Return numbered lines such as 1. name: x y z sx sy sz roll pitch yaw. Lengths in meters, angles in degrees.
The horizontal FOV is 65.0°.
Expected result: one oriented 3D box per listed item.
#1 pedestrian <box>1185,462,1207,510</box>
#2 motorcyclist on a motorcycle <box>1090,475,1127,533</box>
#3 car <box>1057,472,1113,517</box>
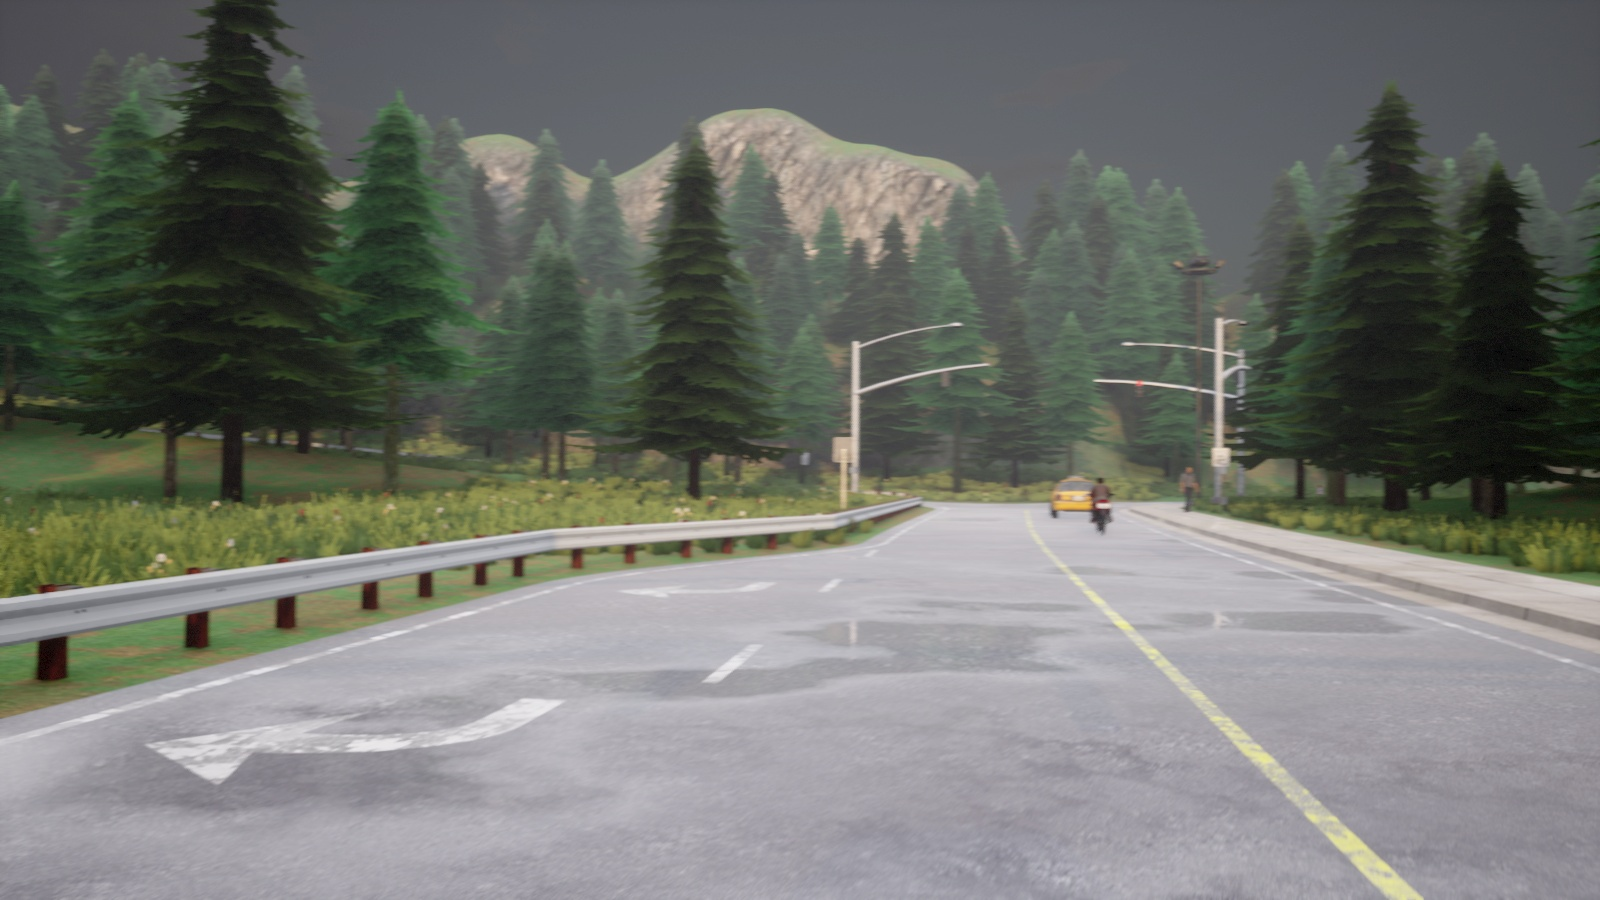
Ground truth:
1. pedestrian: 15.413 1.389 48.866 0.540 1.848 0.694 0 -1 -15
2. motorcyclist on a motorcycle: 8.255 1.421 33.622 0.797 1.523 2.044 0 -1 9
3. car: 10.572 1.625 46.810 1.801 1.575 5.366 0 -1 10
